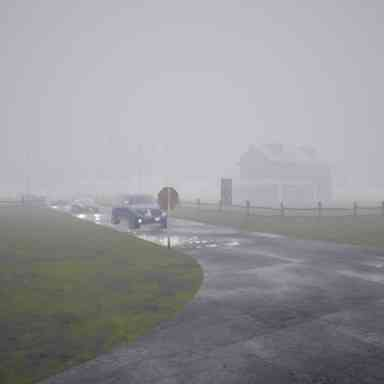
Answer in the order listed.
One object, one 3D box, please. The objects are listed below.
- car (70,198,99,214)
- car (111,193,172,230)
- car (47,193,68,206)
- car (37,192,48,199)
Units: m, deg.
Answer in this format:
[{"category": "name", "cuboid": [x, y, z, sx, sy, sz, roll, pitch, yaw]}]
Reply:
[{"category": "car", "cuboid": [-10.512, 1.298, 32.681, 1.812, 1.442, 4.674, 0, 0, -31]}, {"category": "car", "cuboid": [-3.271, 1.089, 20.425, 2.150, 2.045, 5.566, 0, 1, -31]}, {"category": "car", "cuboid": [-18.489, 1.184, 46.318, 1.812, 1.442, 4.674, 0, 0, -30]}, {"category": "car", "cuboid": [-35.029, 0.893, 79.723, 2.128, 1.511, 4.902, 0, 0, -31]}]
